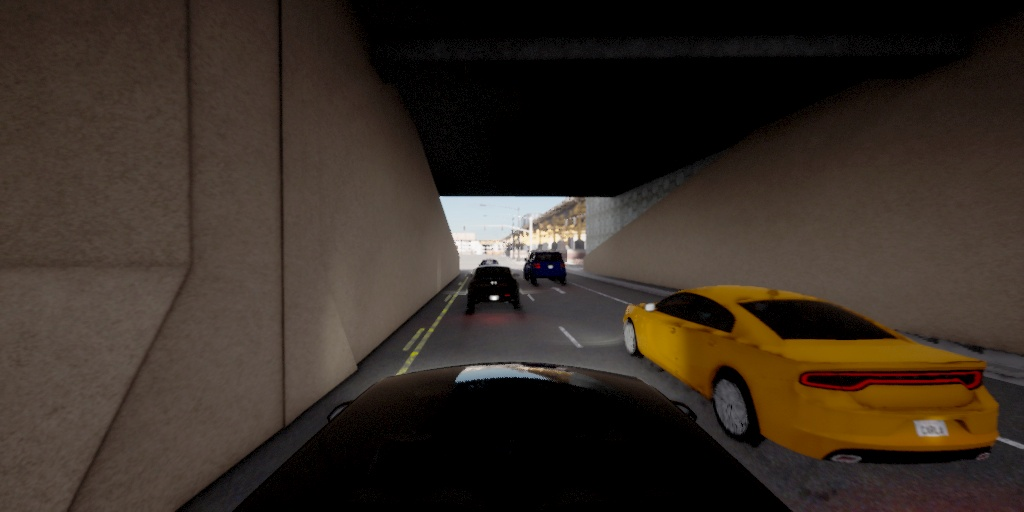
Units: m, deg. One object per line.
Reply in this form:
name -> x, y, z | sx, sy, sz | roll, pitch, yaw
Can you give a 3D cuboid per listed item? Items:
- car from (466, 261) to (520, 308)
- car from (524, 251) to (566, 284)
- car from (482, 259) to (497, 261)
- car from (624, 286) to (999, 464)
car -> -0.757, 1.114, 14.384 | 1.837, 1.490, 4.892 | 0, 1, -4
car -> 2.090, 0.715, 23.895 | 2.150, 2.045, 5.566 | 0, 1, -4
car -> -1.879, 0.980, 30.244 | 2.033, 1.411, 5.357 | 0, 1, -4
car -> 3.232, 1.178, 5.298 | 1.882, 1.535, 5.008 | 0, 1, -2
